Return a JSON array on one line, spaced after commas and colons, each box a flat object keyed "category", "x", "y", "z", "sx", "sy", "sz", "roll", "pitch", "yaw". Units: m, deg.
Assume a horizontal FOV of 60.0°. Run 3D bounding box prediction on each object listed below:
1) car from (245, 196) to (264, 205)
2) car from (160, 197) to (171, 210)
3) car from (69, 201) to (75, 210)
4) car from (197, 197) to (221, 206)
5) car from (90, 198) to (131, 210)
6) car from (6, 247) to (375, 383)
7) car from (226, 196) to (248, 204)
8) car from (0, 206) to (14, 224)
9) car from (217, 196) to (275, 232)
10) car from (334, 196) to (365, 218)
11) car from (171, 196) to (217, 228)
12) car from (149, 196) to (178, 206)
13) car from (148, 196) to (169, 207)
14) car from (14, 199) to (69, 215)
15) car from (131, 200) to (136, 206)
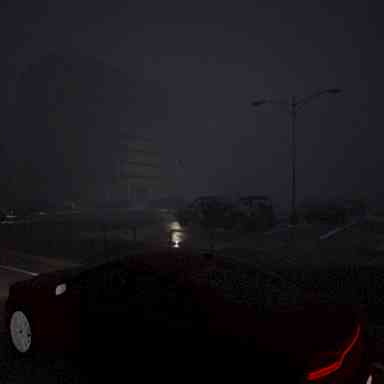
[{"category": "car", "x": 11.546, "y": 1.525, "z": 61.471, "sx": 1.812, "sy": 1.442, "sz": 4.674, "roll": 0, "pitch": 0, "yaw": 34}, {"category": "car", "x": -1.458, "y": 1.600, "z": 42.088, "sx": 1.895, "sy": 1.301, "sz": 4.718, "roll": 0, "pitch": 0, "yaw": 34}, {"category": "car", "x": -16.130, "y": 1.525, "z": 39.402, "sx": 1.812, "sy": 1.442, "sz": 4.674, "roll": 0, "pitch": 0, "yaw": 34}, {"category": "car", "x": 2.834, "y": 1.525, "z": 54.748, "sx": 1.812, "sy": 1.442, "sz": 4.674, "roll": 0, "pitch": 0, "yaw": 34}, {"category": "car", "x": -10.337, "y": 1.600, "z": 41.775, "sx": 1.895, "sy": 1.301, "sz": 4.718, "roll": 0, "pitch": 0, "yaw": 34}, {"category": "car", "x": -0.486, "y": 1.478, "z": 4.335, "sx": 5.008, "sy": 1.535, "sz": 1.882, "roll": 0, "pitch": 0, "yaw": 35}, {"category": "car", "x": 8.581, "y": 1.491, "z": 63.326, "sx": 2.128, "sy": 1.511, "sz": 4.902, "roll": 0, "pitch": 0, "yaw": 34}, {"category": "car", "x": -14.712, "y": 1.563, "z": 22.254, "sx": 1.994, "sy": 1.385, "sz": 4.181, "roll": 0, "pitch": 0, "yaw": 33}, {"category": "car", "x": 3.356, "y": 1.156, "z": 19.032, "sx": 1.905, "sy": 1.878, "sz": 3.866, "roll": 0, "pitch": 0, "yaw": 34}, {"category": "car", "x": 15.380, "y": 1.395, "z": 31.987, "sx": 1.970, "sy": 1.475, "sz": 3.806, "roll": 0, "pitch": 0, "yaw": 34}, {"category": "car", "x": 0.989, "y": 1.153, "z": 20.698, "sx": 1.932, "sy": 1.855, "sz": 4.605, "roll": 0, "pitch": 0, "yaw": 34}, {"category": "car", "x": -4.761, "y": 1.491, "z": 56.294, "sx": 2.128, "sy": 1.511, "sz": 4.902, "roll": 0, "pitch": 0, "yaw": 34}, {"category": "car", "x": -4.662, "y": 1.491, "z": 50.206, "sx": 2.128, "sy": 1.511, "sz": 4.902, "roll": 0, "pitch": 0, "yaw": 34}, {"category": "car", "x": -15.679, "y": 1.547, "z": 33.814, "sx": 2.033, "sy": 1.411, "sz": 5.357, "roll": 0, "pitch": 0, "yaw": 34}, {"category": "car", "x": -10.469, "y": 1.547, "z": 47.858, "sx": 2.033, "sy": 1.411, "sz": 5.357, "roll": 0, "pitch": 0, "yaw": 33}]
